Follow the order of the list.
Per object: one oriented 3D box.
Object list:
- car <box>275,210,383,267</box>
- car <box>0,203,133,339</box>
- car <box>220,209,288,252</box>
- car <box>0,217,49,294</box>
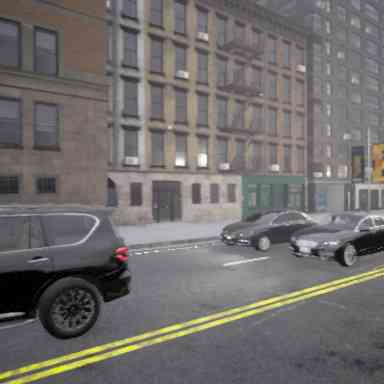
[{"bbox_3d":[5.426,1.495,11.538,4.902,1.511,2.128,0,0,-36],"label":"car"},{"bbox_3d":[-3.662,1.224,5.053,5.566,2.045,2.150,0,0,-36],"label":"car"},{"bbox_3d":[3.394,1.509,14.081,4.892,1.490,1.837,0,0,-35],"label":"car"},{"bbox_3d":[-6.012,1.492,7.371,4.902,1.511,2.128,0,0,-35],"label":"car"}]
